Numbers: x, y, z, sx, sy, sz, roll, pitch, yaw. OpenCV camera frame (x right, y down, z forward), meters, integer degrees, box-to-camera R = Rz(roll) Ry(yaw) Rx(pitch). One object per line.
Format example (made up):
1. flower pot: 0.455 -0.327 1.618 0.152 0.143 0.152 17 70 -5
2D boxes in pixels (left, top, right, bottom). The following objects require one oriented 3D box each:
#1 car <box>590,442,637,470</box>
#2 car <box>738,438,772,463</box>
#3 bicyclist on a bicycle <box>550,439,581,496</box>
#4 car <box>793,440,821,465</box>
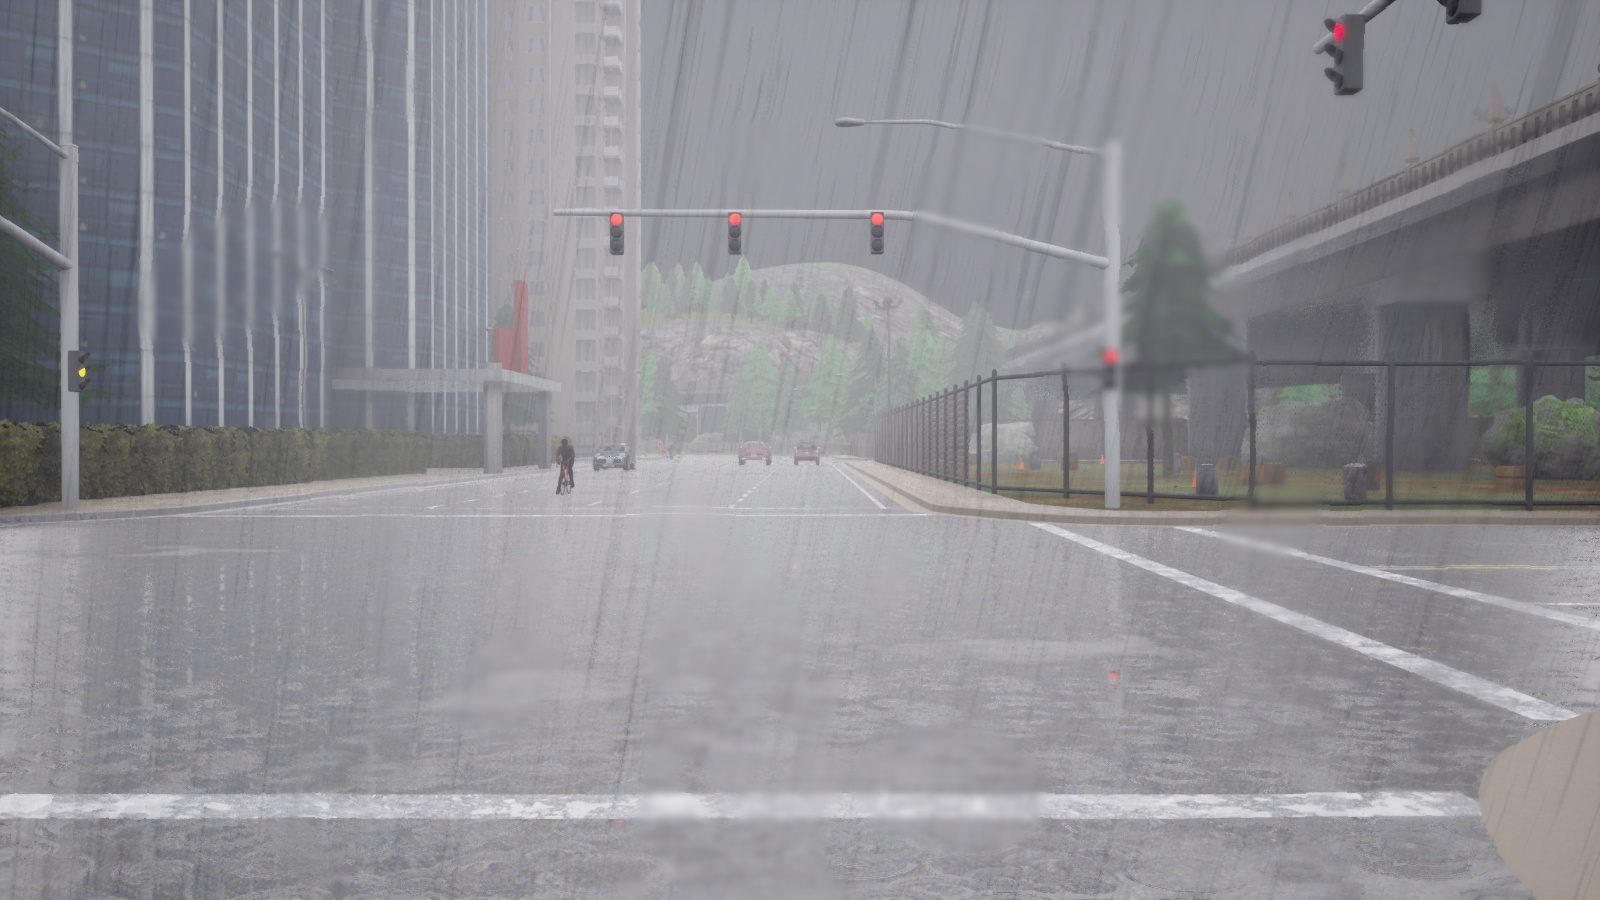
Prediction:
1. car: -10.127 0.317 68.487 1.970 1.475 3.806 0 0 0
2. car: -3.036 0.039 85.718 2.152 1.651 5.027 0 0 0
3. bicyclist on a bicycle: -6.795 0.488 36.405 0.582 1.620 1.656 0 1 0
4. car: 0.474 0.158 86.290 1.851 1.617 3.988 0 0 0
